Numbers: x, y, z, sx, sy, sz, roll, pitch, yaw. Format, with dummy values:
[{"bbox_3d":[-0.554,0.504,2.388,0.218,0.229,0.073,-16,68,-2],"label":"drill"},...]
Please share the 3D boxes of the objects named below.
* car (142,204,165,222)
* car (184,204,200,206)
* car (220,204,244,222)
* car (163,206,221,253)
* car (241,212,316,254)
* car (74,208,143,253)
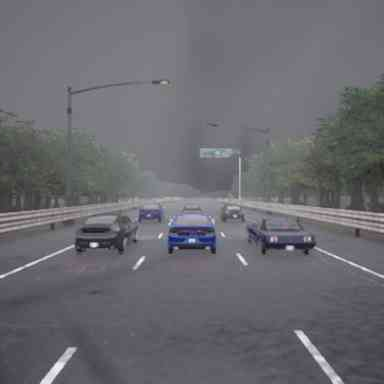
[{"bbox_3d":[-3.492,1.767,29.474,1.882,1.535,5.008,0,0,0],"label":"car"},{"bbox_3d":[0.006,1.780,29.284,2.128,1.511,4.902,0,0,0],"label":"car"},{"bbox_3d":[3.507,1.814,29.391,1.812,1.442,4.674,0,0,0],"label":"car"},{"bbox_3d":[0.007,1.616,14.492,1.882,1.535,5.008,0,0,0],"label":"car"},{"bbox_3d":[3.504,1.735,14.102,1.895,1.301,4.718,0,-1,0],"label":"car"},{"bbox_3d":[-3.495,1.644,14.299,1.837,1.490,4.892,0,0,0],"label":"car"}]
